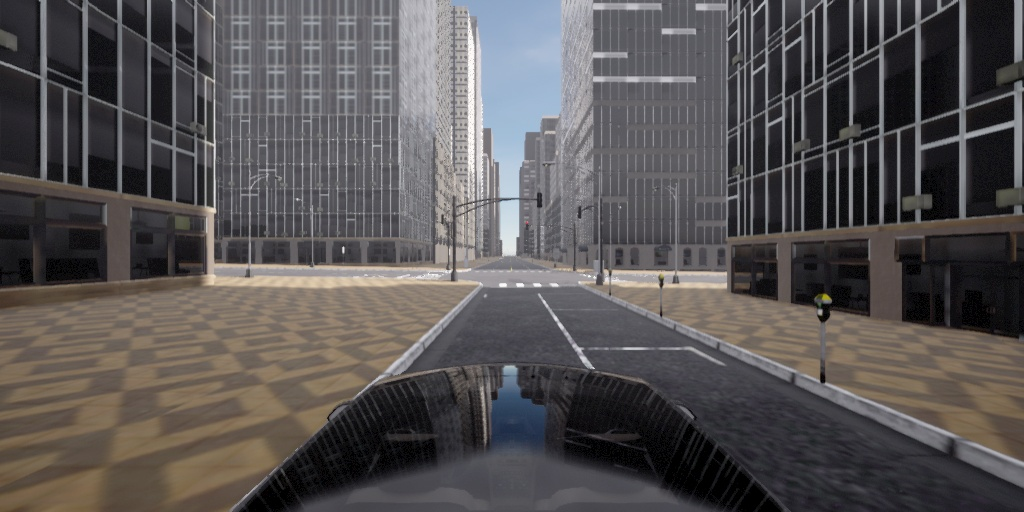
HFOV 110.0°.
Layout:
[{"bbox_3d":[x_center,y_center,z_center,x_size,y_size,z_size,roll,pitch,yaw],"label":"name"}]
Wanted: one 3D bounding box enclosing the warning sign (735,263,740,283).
[{"bbox_3d":[17.262,1.179,27.990,1.060,1.860,1.300,0,0,-3],"label":"warning sign"}]
